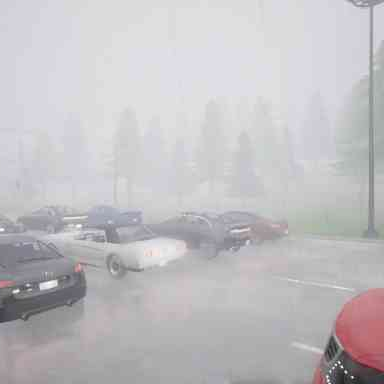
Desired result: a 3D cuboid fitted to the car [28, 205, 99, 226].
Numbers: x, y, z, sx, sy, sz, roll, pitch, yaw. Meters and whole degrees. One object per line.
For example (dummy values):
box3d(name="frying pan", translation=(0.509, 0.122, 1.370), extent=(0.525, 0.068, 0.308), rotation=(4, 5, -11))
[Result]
box3d(name="car", translation=(-7.620, 1.492, 18.008), extent=(4.902, 1.511, 2.128), rotation=(0, 0, 36))

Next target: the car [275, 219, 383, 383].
box3d(name="car", translation=(3.443, 1.221, 1.423), extent=(5.566, 2.045, 2.150), rotation=(0, 0, 37))

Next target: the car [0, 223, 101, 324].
box3d(name="car", translation=(-4.097, 1.564, 6.871), extent=(4.181, 1.385, 1.994), rotation=(0, 0, 35))

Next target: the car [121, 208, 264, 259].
box3d(name="car", translation=(-0.092, 1.491, 12.624), extent=(4.902, 1.511, 2.128), rotation=(0, 0, 36))

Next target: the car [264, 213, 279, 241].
box3d(name="car", translation=(2.113, 1.526, 15.349), extent=(4.674, 1.442, 1.812), rotation=(0, 0, 36))

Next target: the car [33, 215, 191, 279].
box3d(name="car", translation=(-2.568, 1.601, 10.090), extent=(4.718, 1.301, 1.895), rotation=(0, 0, 36))

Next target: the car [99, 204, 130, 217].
box3d(name="car", translation=(-5.292, 1.478, 20.649), extent=(5.008, 1.535, 1.882), rotation=(0, 0, 36))

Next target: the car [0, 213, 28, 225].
box3d(name="car", translation=(-9.693, 1.564, 15.187), extent=(4.181, 1.385, 1.994), rotation=(0, 0, 36))
